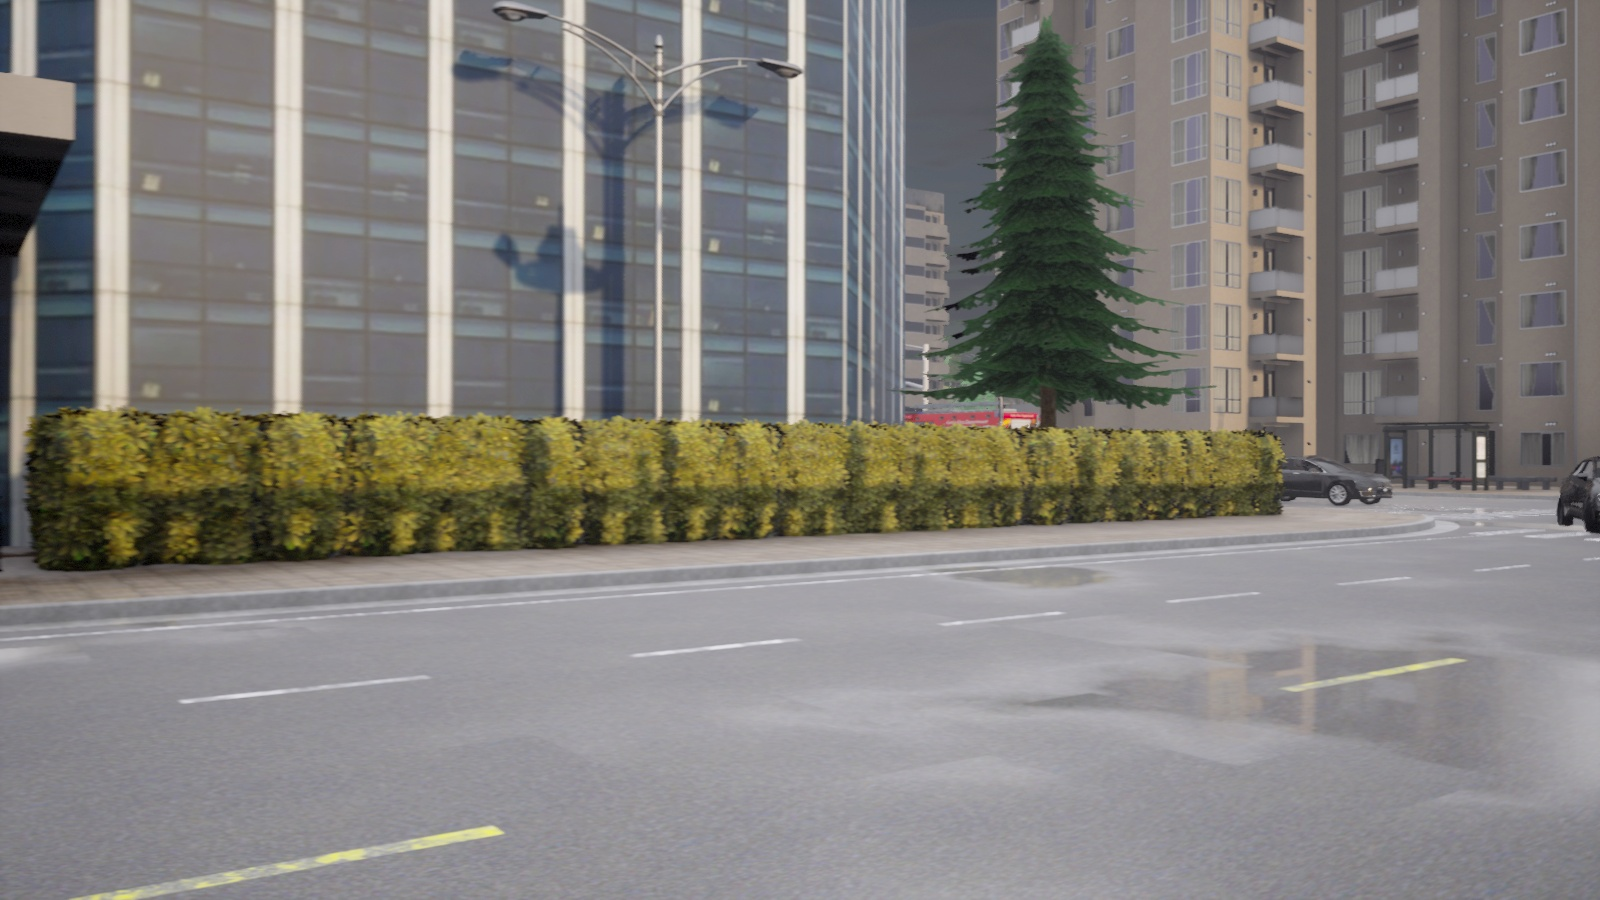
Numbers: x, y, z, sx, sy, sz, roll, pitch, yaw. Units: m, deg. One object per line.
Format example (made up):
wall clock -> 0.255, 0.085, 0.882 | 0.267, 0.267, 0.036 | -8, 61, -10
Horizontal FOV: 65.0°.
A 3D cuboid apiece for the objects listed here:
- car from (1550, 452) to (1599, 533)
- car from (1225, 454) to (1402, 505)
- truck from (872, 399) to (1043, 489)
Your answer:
car -> 16.100, 0.789, 24.578 | 1.816, 1.474, 4.193 | 0, 0, 22
car -> 15.911, 0.868, 39.179 | 1.837, 1.490, 4.892 | 0, 0, -35
truck -> 7.090, -0.237, 58.026 | 2.891, 3.827, 8.468 | 0, 0, -35
